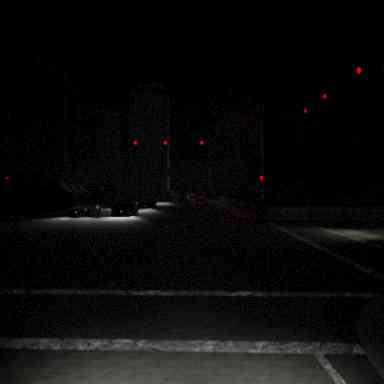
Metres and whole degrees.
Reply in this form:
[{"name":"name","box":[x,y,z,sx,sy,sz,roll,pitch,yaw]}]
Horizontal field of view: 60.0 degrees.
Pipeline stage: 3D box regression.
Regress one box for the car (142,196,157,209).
[{"name":"car","box":[-5.915,1.506,44.329,1.895,1.301,4.718,0,0,1]}]

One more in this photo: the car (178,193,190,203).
[{"name":"car","box":[-1.787,1.423,66.448,1.994,1.385,4.181,0,0,1]}]

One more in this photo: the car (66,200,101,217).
[{"name":"car","box":[-9.759,1.461,30.559,1.812,1.442,4.674,0,0,2]}]

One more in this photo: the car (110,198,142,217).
[{"name":"car","box":[-6.133,1.499,30.723,1.994,1.385,4.181,0,0,-1]}]

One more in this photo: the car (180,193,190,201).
[{"name":"car","box":[-1.581,1.023,75.009,2.097,1.767,4.553,0,0,1]}]

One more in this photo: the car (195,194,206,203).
[{"name":"car","box":[1.697,1.365,65.738,1.837,1.490,4.892,0,0,1]}]

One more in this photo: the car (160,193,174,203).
[{"name":"car","box":[-5.306,1.352,66.386,2.128,1.511,4.902,0,0,2]}]

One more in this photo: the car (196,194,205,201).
[{"name":"car","box":[1.919,1.193,74.954,2.128,1.511,4.902,0,0,1]}]
